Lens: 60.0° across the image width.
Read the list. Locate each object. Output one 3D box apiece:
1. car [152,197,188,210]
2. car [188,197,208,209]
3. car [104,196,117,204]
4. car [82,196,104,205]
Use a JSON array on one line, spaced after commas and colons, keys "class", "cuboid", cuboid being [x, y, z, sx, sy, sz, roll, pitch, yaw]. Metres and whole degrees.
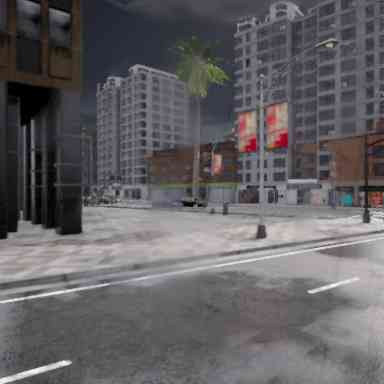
[{"class": "car", "cuboid": [-3.111, 1.427, 42.011, 4.674, 1.442, 1.812, 0, 0, 42]}, {"class": "car", "cuboid": [-0.105, 1.380, 43.678, 5.008, 1.535, 1.882, 0, 0, 42]}, {"class": "car", "cuboid": [-14.778, 1.342, 57.510, 4.674, 1.442, 1.812, 0, 0, 45]}, {"class": "car", "cuboid": [-17.064, 1.358, 55.200, 4.674, 1.442, 1.812, 1, 0, 45]}]
